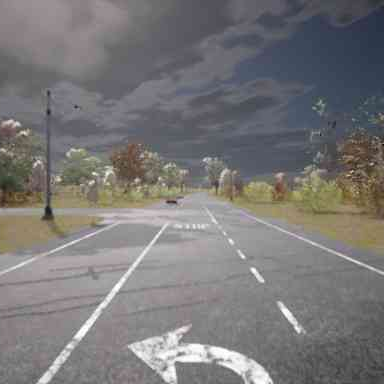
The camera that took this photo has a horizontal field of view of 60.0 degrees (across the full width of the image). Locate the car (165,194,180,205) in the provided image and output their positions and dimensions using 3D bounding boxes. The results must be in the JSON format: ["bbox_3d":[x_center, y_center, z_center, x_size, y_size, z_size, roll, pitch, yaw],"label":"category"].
[{"bbox_3d":[-3.397,1.511,55.583,1.895,1.301,4.718,0,0,0],"label":"car"}]

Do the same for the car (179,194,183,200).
[{"bbox_3d":[-3.391,1.350,91.587,2.033,1.411,5.357,0,0,0],"label":"car"}]
